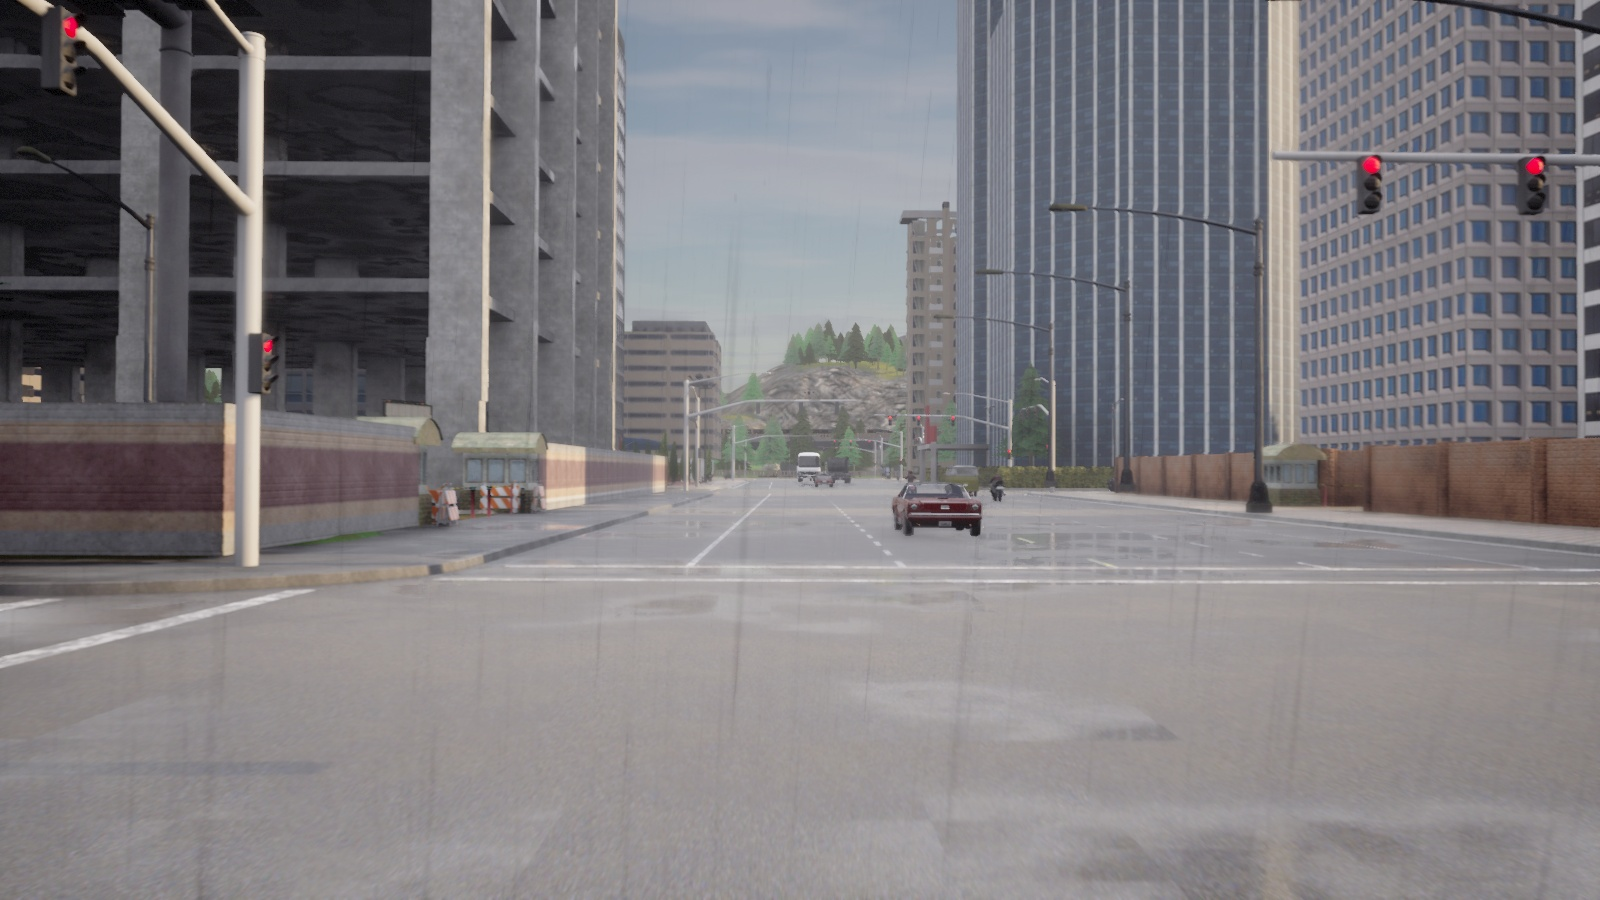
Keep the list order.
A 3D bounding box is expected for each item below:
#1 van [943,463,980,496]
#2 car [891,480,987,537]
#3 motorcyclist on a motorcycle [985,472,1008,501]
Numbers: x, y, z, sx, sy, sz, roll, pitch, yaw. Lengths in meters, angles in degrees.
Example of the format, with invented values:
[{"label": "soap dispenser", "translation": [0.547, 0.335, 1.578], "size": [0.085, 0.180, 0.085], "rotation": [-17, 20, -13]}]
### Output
[{"label": "van", "translation": [10.299, 1.871, 80.362], "size": [1.775, 1.987, 4.442], "rotation": [0, -1, 0]}, {"label": "car", "translation": [3.426, 1.434, 31.796], "size": [1.895, 1.301, 4.718], "rotation": [0, -1, 0]}, {"label": "motorcyclist on a motorcycle", "translation": [10.345, 1.915, 66.087], "size": [0.866, 1.530, 2.191], "rotation": [0, -1, 0]}]
